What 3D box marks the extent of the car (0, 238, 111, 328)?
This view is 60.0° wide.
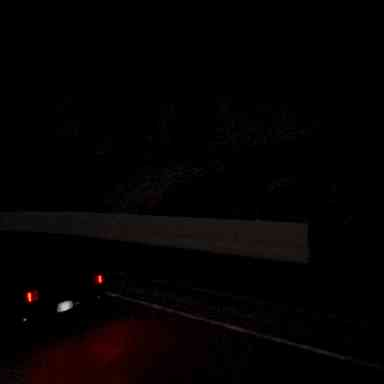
[{"bbox_3d":[-3.910,1.646,6.938,4.718,1.301,1.895,0,0,37],"label":"car"}]
